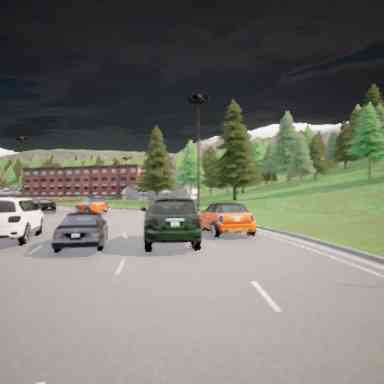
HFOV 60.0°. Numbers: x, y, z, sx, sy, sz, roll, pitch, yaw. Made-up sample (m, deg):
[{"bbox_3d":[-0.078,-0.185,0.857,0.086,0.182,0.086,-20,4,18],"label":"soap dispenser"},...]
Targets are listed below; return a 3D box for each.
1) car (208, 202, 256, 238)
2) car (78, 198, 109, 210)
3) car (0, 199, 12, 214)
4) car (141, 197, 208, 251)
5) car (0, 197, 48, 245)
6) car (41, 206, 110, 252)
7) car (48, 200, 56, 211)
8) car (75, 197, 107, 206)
[{"bbox_3d":[1.626,1.316,17.766,2.097,1.767,4.553,-1,0,-14],"label":"car"},{"bbox_3d":[-12.716,1.536,42.851,4.674,1.442,1.812,0,0,44],"label":"car"},{"bbox_3d":[-22.210,1.551,37.349,5.008,1.535,1.882,0,0,41],"label":"car"},{"bbox_3d":[-0.984,1.207,14.277,2.150,2.045,5.566,0,0,-8],"label":"car"},{"bbox_3d":[-8.506,1.249,15.570,2.150,2.045,5.566,0,0,-14],"label":"car"},{"bbox_3d":[-4.556,1.553,14.009,2.033,1.411,5.357,0,0,-12],"label":"car"},{"bbox_3d":[-16.798,1.520,37.010,1.882,1.535,5.008,0,0,-43],"label":"car"},{"bbox_3d":[-10.940,1.362,35.859,2.097,1.767,4.553,-1,0,-38],"label":"car"}]
